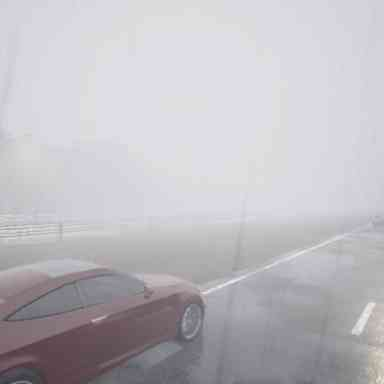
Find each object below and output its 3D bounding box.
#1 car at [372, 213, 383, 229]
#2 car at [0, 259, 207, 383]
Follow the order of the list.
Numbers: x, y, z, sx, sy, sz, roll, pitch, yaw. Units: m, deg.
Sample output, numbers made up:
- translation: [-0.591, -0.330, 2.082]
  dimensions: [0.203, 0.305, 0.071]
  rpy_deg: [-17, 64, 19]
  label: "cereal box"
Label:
- translation: [16.090, 2.332, 27.225]
  dimensions: [1.895, 1.301, 4.718]
  rpy_deg: [-2, -2, 36]
  label: "car"
- translation: [-1.627, 1.683, 4.615]
  dimensions: [1.812, 1.442, 4.674]
  rpy_deg: [-2, -2, 35]
  label: "car"
